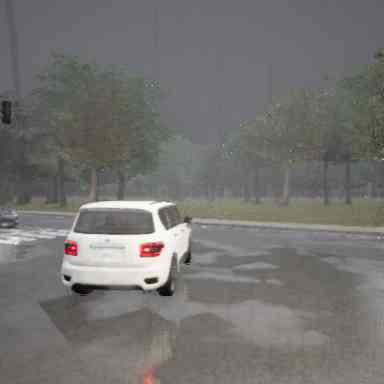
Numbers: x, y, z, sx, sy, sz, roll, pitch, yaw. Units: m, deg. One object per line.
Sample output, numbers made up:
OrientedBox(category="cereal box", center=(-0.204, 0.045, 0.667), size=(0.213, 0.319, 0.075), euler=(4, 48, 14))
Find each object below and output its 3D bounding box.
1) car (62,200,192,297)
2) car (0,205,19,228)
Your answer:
OrientedBox(category="car", center=(-1.283, 1.223, 8.746), size=(2.150, 2.045, 5.566), euler=(0, 0, 6))
OrientedBox(category="car", center=(-12.957, 1.367, 20.889), size=(4.553, 1.767, 2.097), euler=(0, 0, 32))
